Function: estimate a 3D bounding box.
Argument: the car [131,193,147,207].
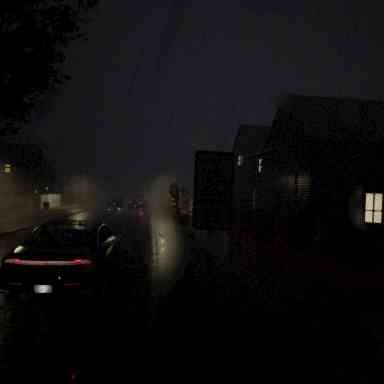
[{"bbox_3d":[-7.648,1.103,48.608,2.097,1.767,4.553,2,0,-7],"label":"car"}]

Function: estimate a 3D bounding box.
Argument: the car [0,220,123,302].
[{"bbox_3d":[-2.825,1.427,8.093,2.128,1.511,4.902,2,0,-7],"label":"car"}]

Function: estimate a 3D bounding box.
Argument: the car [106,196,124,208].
[{"bbox_3d":[-9.728,1.229,42.724,1.994,1.385,4.181,2,0,-7],"label":"car"}]

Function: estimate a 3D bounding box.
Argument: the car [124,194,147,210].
[{"bbox_3d":[-6.440,1.311,38.885,1.812,1.442,4.674,2,0,-6],"label":"car"}]
